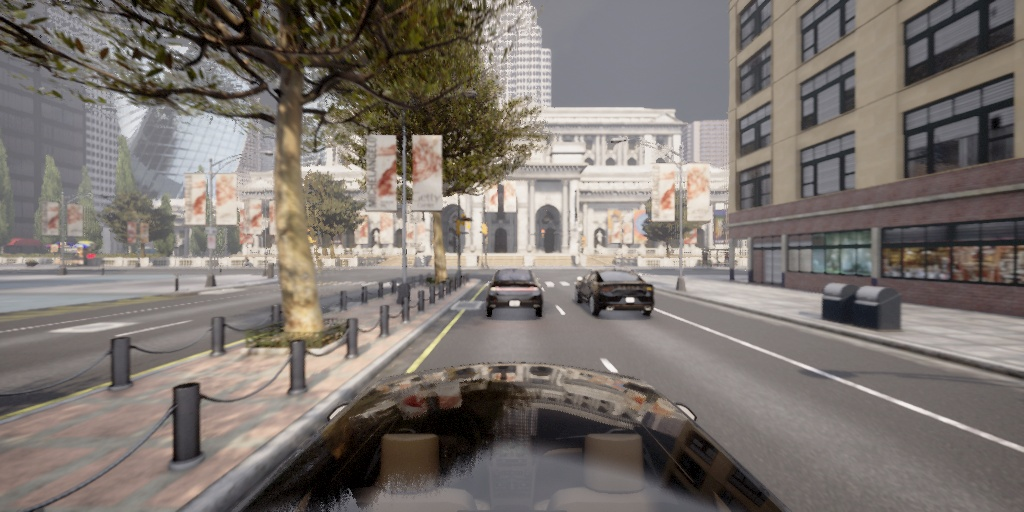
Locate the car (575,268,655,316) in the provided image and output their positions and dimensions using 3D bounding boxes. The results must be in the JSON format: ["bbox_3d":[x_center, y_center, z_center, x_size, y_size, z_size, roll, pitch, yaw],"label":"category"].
[{"bbox_3d":[3.565,1.187,13.242,1.882,1.535,5.008,0,-1,0],"label":"car"}]

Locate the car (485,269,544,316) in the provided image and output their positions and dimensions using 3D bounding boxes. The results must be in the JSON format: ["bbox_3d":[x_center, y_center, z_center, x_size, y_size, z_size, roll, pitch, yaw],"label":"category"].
[{"bbox_3d":[0.070,1.200,13.091,2.128,1.511,4.902,0,0,0],"label":"car"}]
